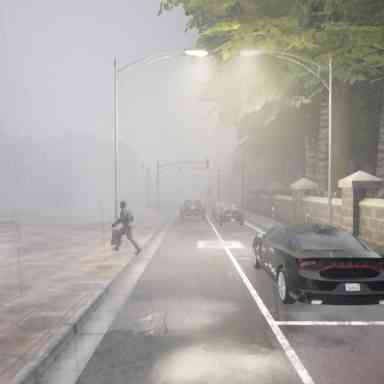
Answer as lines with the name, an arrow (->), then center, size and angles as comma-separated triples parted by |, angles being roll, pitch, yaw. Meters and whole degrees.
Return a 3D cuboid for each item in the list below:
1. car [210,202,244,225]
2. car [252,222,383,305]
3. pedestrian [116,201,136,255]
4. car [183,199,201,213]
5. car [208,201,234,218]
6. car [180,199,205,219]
car -> 2.617, 1.564, 23.716 | 2.008, 1.369, 4.403 | -1, 0, 0
car -> 2.748, 1.477, 8.159 | 1.882, 1.535, 5.008 | 0, 0, 0
pedestrian -> -2.215, 1.142, 11.144 | 0.375, 1.860, 0.375 | -1, 1, 0
car -> -0.001, 1.598, 38.688 | 2.033, 1.411, 5.357 | 0, -1, 0
car -> 2.643, 1.576, 30.851 | 2.008, 1.369, 4.403 | -1, 0, 0
car -> 0.058, 1.375, 29.254 | 2.097, 1.767, 4.553 | 0, 0, 0
